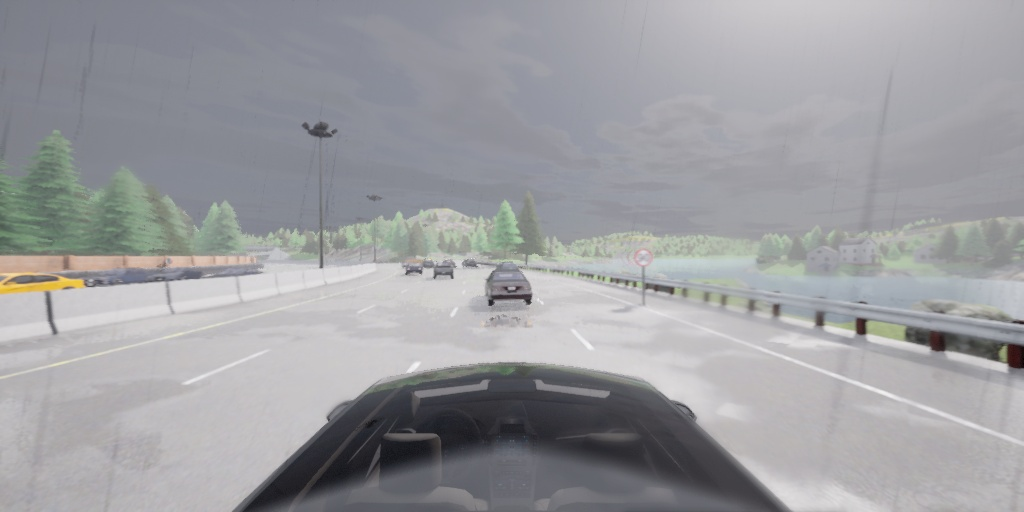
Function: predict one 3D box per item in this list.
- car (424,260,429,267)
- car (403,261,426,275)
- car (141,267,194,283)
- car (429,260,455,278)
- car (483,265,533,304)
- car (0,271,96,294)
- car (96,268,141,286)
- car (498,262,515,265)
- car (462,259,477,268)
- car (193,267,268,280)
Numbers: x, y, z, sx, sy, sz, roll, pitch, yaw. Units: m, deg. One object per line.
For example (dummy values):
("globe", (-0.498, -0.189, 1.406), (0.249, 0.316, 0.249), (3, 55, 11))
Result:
("car", (-14.862, 1.402, 63.295), (2.128, 1.511, 4.902), (0, 0, -22))
("car", (-11.480, 1.475, 42.078), (1.895, 1.301, 4.718), (-1, 0, -16))
("car", (-27.195, 1.611, 29.272), (1.994, 1.385, 4.181), (-1, 0, -11))
("car", (-6.649, 1.313, 34.762), (2.128, 1.511, 4.902), (0, 0, -11))
("car", (-0.270, 1.300, 16.303), (2.033, 1.411, 5.357), (-1, 0, -6))
("car", (-21.742, 1.464, 15.433), (1.882, 1.535, 5.008), (0, 0, -5))
("car", (-30.497, 1.630, 28.117), (2.033, 1.411, 5.357), (-1, 0, -10))
("car", (-0.584, 1.319, 40.348), (1.994, 1.385, 4.181), (-1, 0, -13))
("car", (-7.691, 1.337, 64.144), (1.837, 1.490, 4.892), (0, 0, -21))
("car", (-19.423, 1.508, 25.504), (2.033, 1.411, 5.357), (-1, 0, -9))
